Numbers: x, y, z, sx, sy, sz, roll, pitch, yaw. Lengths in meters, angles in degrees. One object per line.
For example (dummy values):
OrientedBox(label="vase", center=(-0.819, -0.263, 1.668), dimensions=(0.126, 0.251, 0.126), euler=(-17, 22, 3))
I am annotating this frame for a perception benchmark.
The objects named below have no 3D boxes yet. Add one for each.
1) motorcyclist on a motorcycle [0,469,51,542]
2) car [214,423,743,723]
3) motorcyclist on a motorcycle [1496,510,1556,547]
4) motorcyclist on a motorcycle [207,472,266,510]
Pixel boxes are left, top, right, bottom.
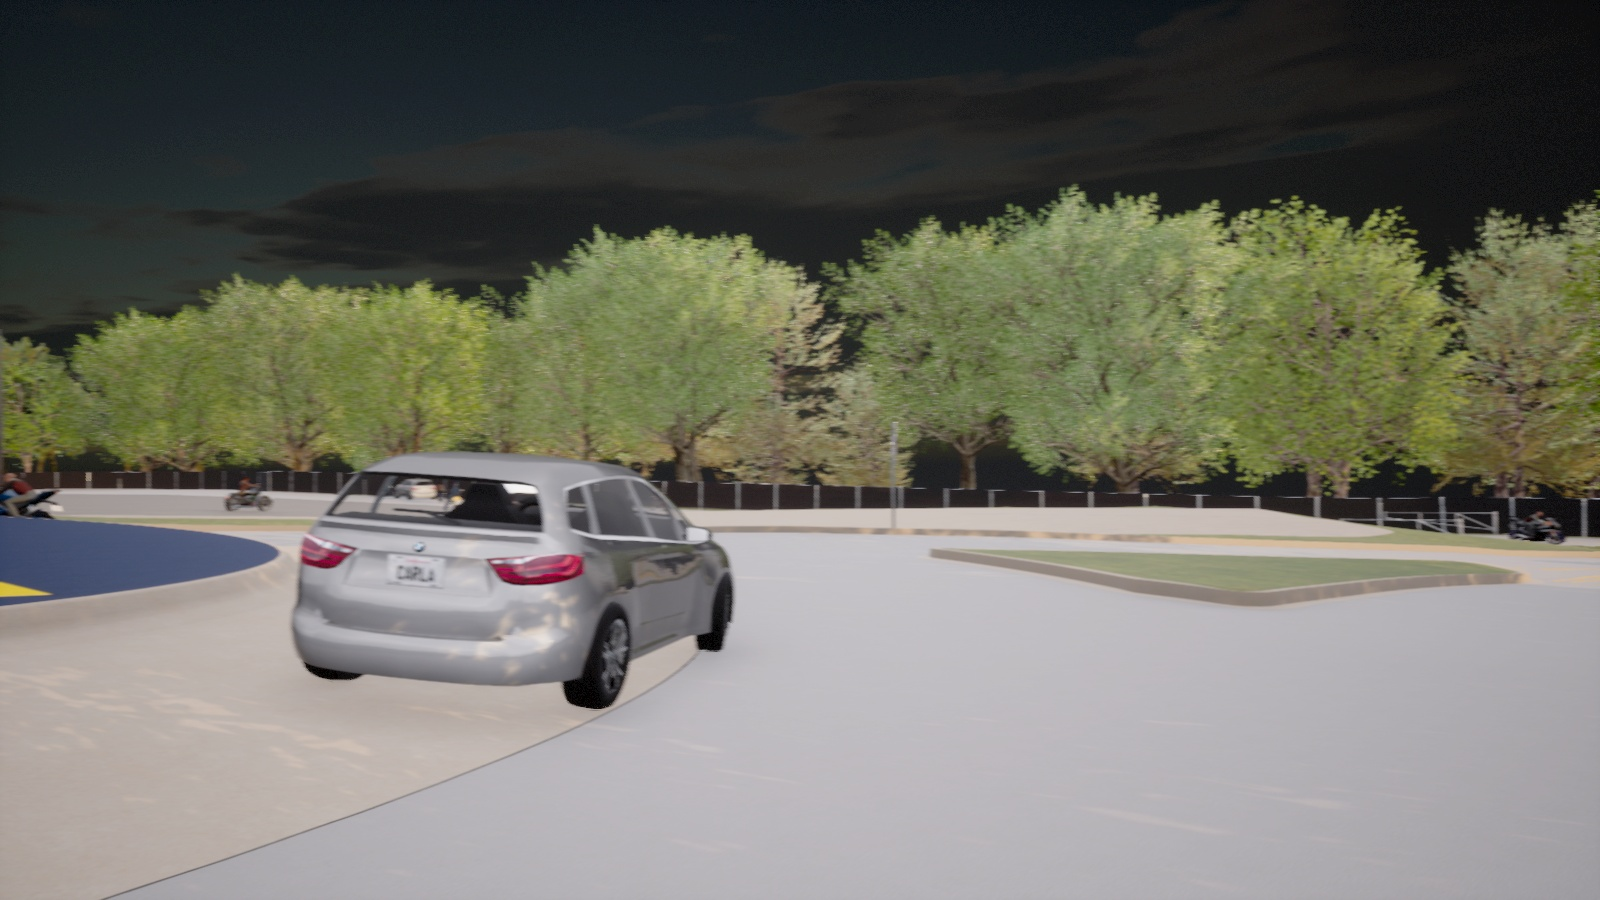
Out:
OrientedBox(label="motorcyclist on a motorcycle", center=(-18.043, 1.215, 27.858), dimensions=(2.191, 1.530, 0.866), euler=(2, -7, 3))
OrientedBox(label="car", center=(-2.125, 0.800, 10.006), dimensions=(2.242, 1.667, 4.611), euler=(4, -1, 11))
OrientedBox(label="motorcyclist on a motorcycle", center=(32.979, 3.550, 57.052), dimensions=(2.191, 1.530, 0.866), euler=(0, 0, 42))
OrientedBox(label="motorcyclist on a motorcycle", center=(-25.099, 1.851, 55.976), dimensions=(0.766, 1.649, 2.350), euler=(0, -2, 30))
